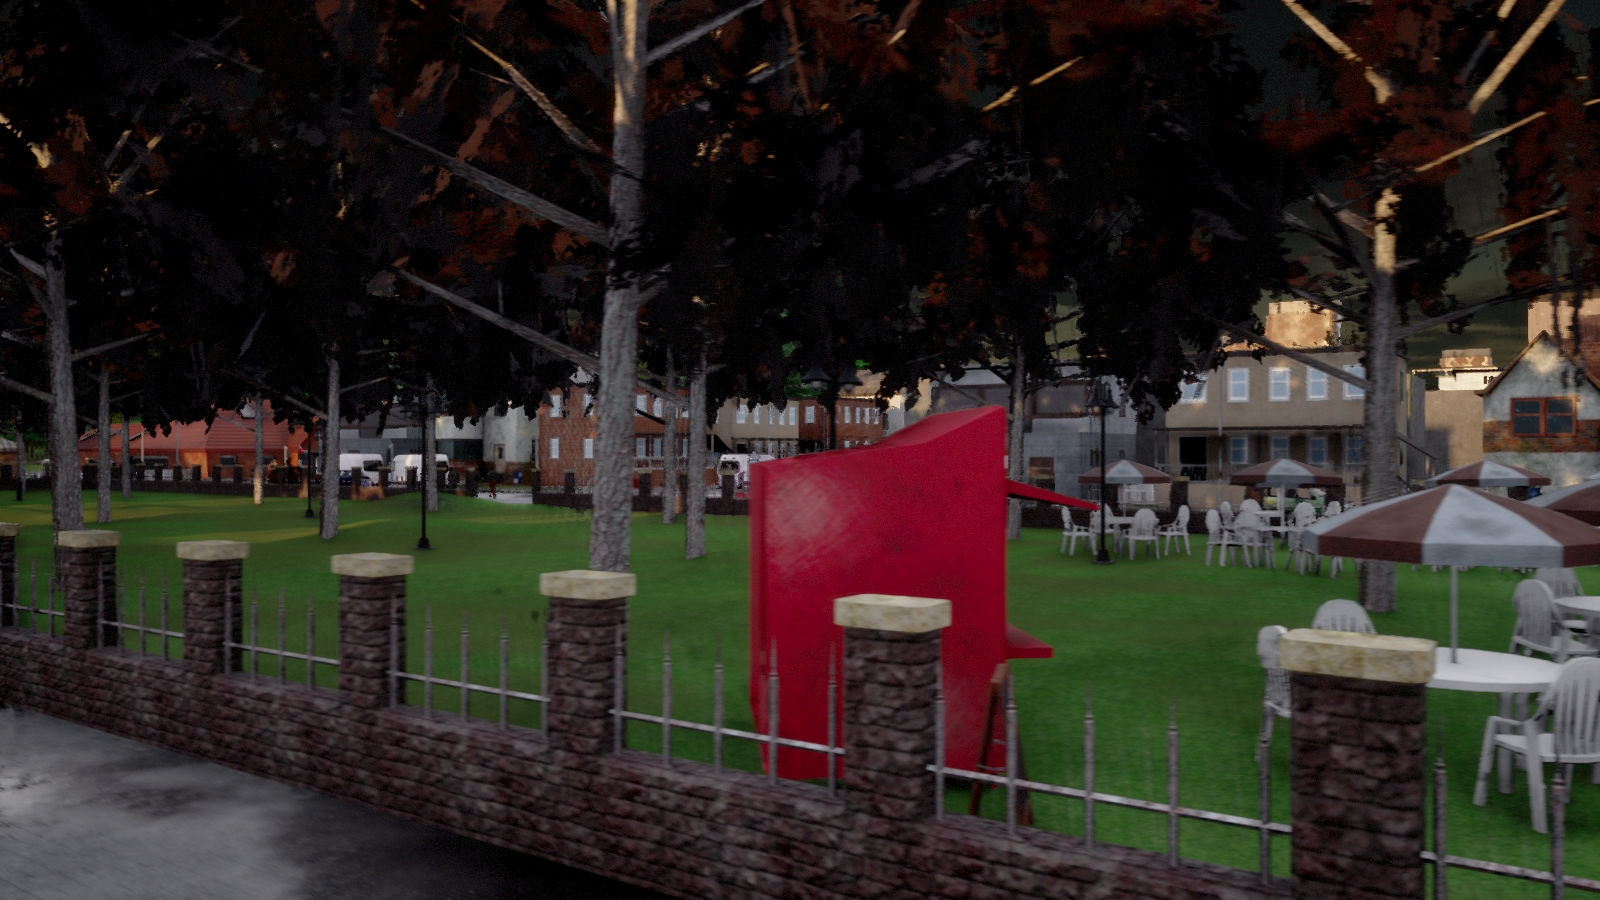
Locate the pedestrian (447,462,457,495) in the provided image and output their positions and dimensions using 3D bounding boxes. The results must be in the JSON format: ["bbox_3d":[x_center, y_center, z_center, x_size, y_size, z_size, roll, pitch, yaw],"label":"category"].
[{"bbox_3d":[-20.174,1.648,66.186,0.375,1.860,0.375,0,0,24],"label":"pedestrian"}]

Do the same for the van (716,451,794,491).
[{"bbox_3d":[-2.917,1.331,75.922,1.988,2.561,5.915,0,0,35],"label":"van"}]

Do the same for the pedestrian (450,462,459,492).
[{"bbox_3d":[-21.071,1.649,69.648,0.375,1.860,0.375,0,0,43],"label":"pedestrian"}]

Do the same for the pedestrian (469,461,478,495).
[{"bbox_3d":[-18.050,1.543,63.102,0.375,1.860,0.375,0,0,-40],"label":"pedestrian"}]

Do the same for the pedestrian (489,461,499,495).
[{"bbox_3d":[-16.753,1.542,62.542,0.375,1.860,0.375,0,0,-40],"label":"pedestrian"}]
